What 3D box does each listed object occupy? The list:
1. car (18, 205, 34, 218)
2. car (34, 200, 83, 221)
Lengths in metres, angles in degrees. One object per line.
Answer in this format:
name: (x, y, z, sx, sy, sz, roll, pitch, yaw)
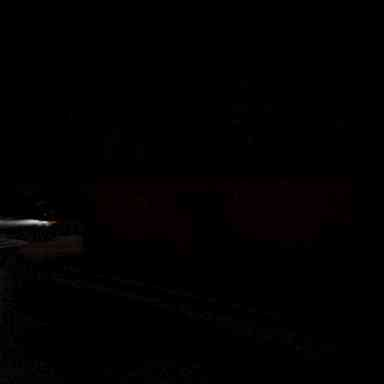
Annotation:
car: (-12.731, 1.449, 29.551, 1.882, 1.535, 5.008, 0, 0, 35)
car: (-10.136, 1.539, 27.158, 1.994, 1.385, 4.181, 0, 0, 35)
